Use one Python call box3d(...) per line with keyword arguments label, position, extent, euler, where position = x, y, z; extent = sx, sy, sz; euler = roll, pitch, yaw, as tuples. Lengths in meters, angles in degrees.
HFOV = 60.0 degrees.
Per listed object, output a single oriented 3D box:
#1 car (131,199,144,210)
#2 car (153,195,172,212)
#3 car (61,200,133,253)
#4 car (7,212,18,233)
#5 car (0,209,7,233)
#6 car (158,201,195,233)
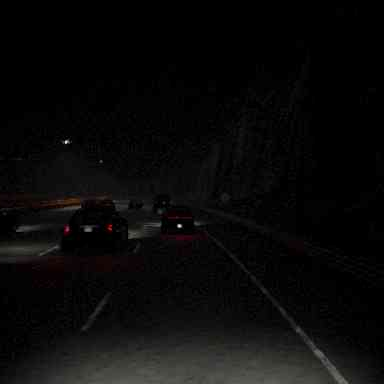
box3d(label="car", position=(-7.838, 1.669, 46.891), extent=(2.128, 1.511, 4.902), euler=(-1, 0, -7))
box3d(label="car", position=(-3.554, 1.333, 40.567), extent=(2.150, 2.045, 5.566), euler=(-1, 0, -7))
box3d(label="car", position=(-3.992, 1.427, 14.395), extent=(2.097, 1.767, 4.553), euler=(-1, 0, -4))
box3d(label="car", position=(-11.394, 1.531, 18.243), extent=(2.097, 1.767, 4.553), euler=(-1, 0, -6))
box3d(label="car", position=(-7.058, 1.330, 8.023), extent=(2.150, 2.045, 5.566), euler=(0, 0, -3))
box3d(label="car", position=(-0.951, 1.550, 20.191), extent=(1.837, 1.490, 4.892), euler=(0, 0, -7))
